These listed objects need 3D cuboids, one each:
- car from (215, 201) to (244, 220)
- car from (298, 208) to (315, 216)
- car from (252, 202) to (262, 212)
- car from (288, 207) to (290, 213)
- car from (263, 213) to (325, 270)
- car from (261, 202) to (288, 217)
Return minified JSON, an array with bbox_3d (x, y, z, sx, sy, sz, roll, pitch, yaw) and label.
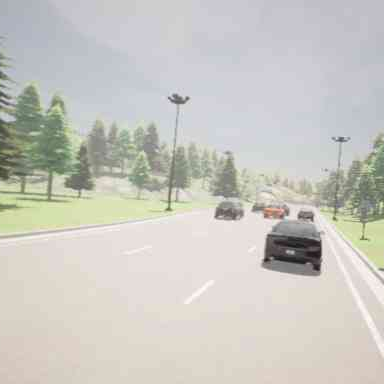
[{"bbox_3d":[3.813,1.735,32.982,2.097,1.767,4.553,5,0,20],"label":"car"},{"bbox_3d":[14.060,2.780,41.017,2.128,1.511,4.902,5,0,20],"label":"car"},{"bbox_3d":[10.962,2.391,53.104,2.097,1.767,4.553,5,0,20],"label":"car"},{"bbox_3d":[13.881,2.640,51.139,2.097,1.767,4.553,5,0,20],"label":"car"},{"bbox_3d":[4.012,1.845,12.907,1.882,1.535,5.008,5,0,20],"label":"car"},{"bbox_3d":[9.992,2.284,40.080,2.097,1.767,4.553,5,0,20],"label":"car"}]
